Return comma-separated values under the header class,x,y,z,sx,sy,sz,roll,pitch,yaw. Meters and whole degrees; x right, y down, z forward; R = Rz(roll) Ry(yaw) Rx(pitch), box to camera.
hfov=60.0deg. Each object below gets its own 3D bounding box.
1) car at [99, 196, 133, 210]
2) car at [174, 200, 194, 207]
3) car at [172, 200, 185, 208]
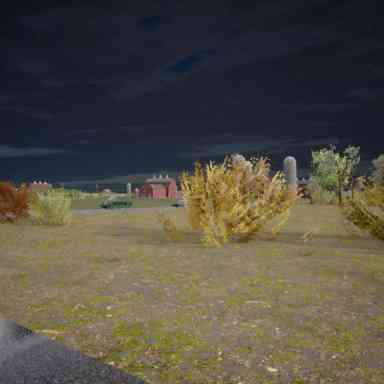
class,x,y,z,sx,sy,sz,roll,pitch,yaw
car,-11.819,1.673,52.165,2.150,2.045,5.566,-1,-1,36
car,-1.550,2.242,66.319,1.994,1.385,4.181,-1,-1,36
car,-1.389,2.078,60.477,2.033,1.411,5.357,-1,-1,36
